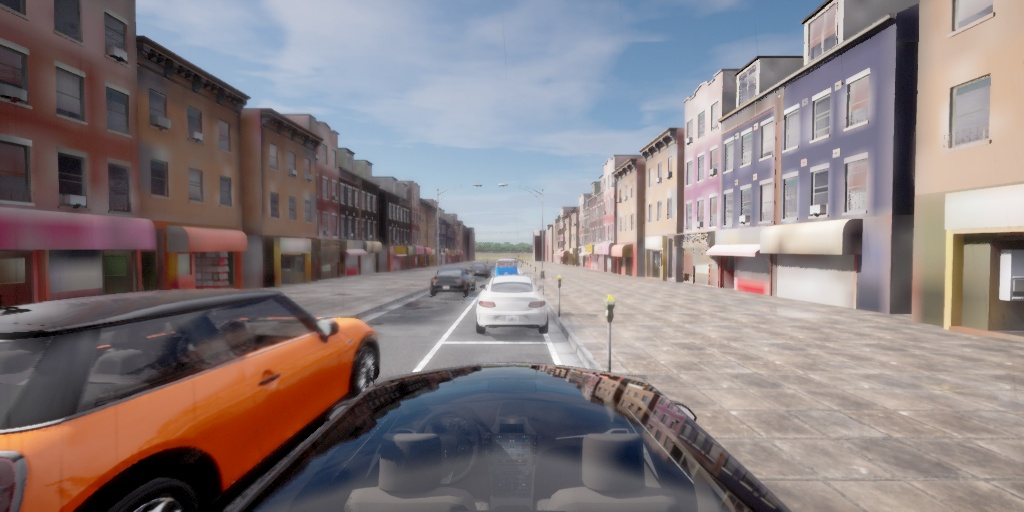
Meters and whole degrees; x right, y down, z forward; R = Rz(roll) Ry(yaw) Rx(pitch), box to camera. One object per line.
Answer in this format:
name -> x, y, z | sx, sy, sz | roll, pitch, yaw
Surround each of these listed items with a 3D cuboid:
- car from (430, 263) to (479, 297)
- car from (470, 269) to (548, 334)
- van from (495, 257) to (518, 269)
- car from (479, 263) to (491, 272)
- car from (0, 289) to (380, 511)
car -> -2.998, 1.268, 18.717 | 1.812, 1.442, 4.674 | 0, 0, 0
car -> 0.003, 1.272, 10.502 | 1.812, 1.442, 4.674 | 0, 0, 0
van -> -0.384, 1.081, 27.392 | 1.690, 1.789, 3.998 | 0, 0, 0
car -> -3.000, 1.303, 33.231 | 1.994, 1.385, 4.181 | 0, 0, 0
car -> -3.021, 1.100, 3.536 | 2.097, 1.767, 4.553 | 0, 0, 0
